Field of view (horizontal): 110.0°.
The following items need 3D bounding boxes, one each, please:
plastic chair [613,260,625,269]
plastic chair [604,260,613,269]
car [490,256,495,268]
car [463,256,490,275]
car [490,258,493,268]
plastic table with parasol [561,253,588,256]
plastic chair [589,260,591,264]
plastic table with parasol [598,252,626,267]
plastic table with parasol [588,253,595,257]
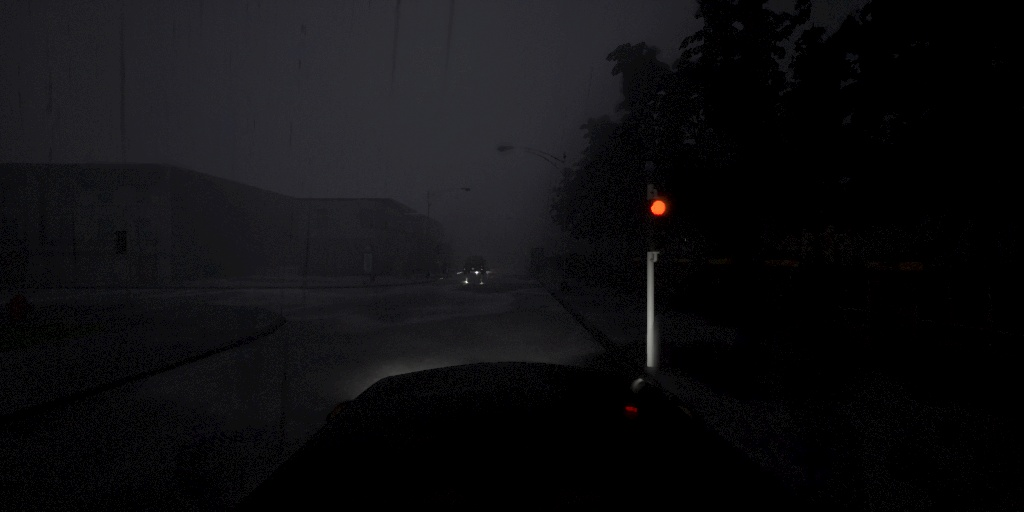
[{"bbox_3d":[16.069,1.296,54.083,0.750,1.272,0.730,0,0,-40],"label":"plastic chair"},{"bbox_3d":[14.363,1.306,54.181,0.730,1.272,0.750,0,0,-35],"label":"plastic chair"},{"bbox_3d":[-4.023,0.971,60.513,2.150,2.045,5.566,0,0,1],"label":"car"},{"bbox_3d":[-4.067,0.971,40.143,2.150,2.045,5.566,0,0,0],"label":"car"},{"bbox_3d":[-4.053,1.351,50.320,1.895,1.301,4.718,0,0,0],"label":"car"},{"bbox_3d":[10.020,0.684,57.826,2.482,2.480,2.482,0,0,-40],"label":"plastic table with parasol"},{"bbox_3d":[13.769,1.304,62.410,0.730,1.272,0.750,0,0,-35],"label":"plastic chair"},{"bbox_3d":[15.337,0.694,55.082,2.482,2.480,2.482,0,0,-40],"label":"plastic table with parasol"},{"bbox_3d":[14.722,0.673,63.297,2.482,2.480,2.482,0,0,-42],"label":"plastic table with parasol"}]
